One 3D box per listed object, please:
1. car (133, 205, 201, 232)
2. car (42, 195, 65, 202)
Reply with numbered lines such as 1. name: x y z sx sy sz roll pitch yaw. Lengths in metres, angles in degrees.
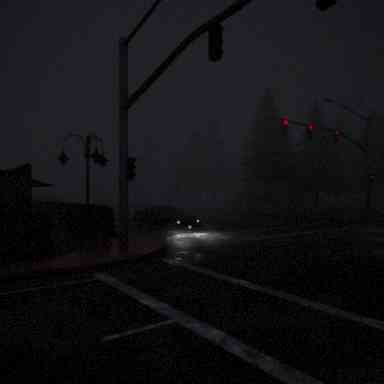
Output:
1. car: -1.709 1.532 20.352 2.033 1.411 5.357 0 0 -37
2. car: -17.081 1.199 40.769 2.097 1.767 4.553 0 0 -37
